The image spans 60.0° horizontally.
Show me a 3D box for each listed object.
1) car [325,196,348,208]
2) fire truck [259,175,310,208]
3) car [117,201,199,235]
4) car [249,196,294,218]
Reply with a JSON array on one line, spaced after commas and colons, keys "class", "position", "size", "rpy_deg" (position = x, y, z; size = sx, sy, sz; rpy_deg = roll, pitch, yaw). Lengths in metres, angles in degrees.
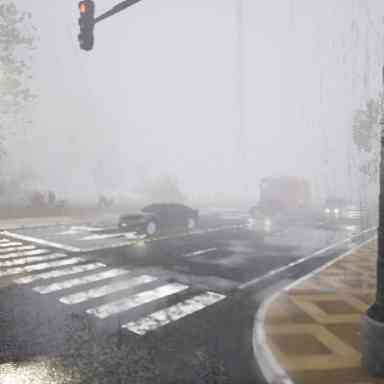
[{"class": "car", "position": [19.106, 1.275, 43.875], "size": [2.128, 1.511, 4.902], "rpy_deg": [2, 1, 38]}, {"class": "fire truck", "position": [11.016, 0.035, 38.798], "size": [2.891, 3.827, 8.468], "rpy_deg": [2, 1, 38]}, {"class": "car", "position": [-1.652, 1.277, 17.635], "size": [1.882, 1.535, 5.008], "rpy_deg": [2, 1, 38]}, {"class": "car", "position": [6.602, 1.318, 28.127], "size": [1.812, 1.442, 4.674], "rpy_deg": [2, 1, 38]}]
